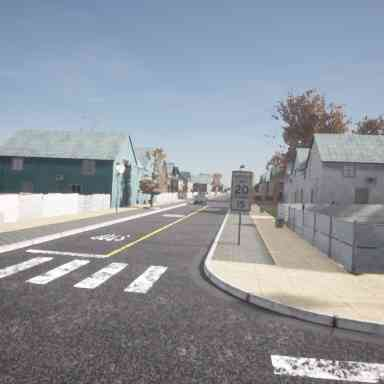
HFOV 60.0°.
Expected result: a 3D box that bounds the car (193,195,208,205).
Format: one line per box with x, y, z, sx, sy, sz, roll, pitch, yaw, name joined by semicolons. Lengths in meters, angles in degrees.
1.377;1.198;50.750;1.837;1.490;4.892;3;1;8;car
